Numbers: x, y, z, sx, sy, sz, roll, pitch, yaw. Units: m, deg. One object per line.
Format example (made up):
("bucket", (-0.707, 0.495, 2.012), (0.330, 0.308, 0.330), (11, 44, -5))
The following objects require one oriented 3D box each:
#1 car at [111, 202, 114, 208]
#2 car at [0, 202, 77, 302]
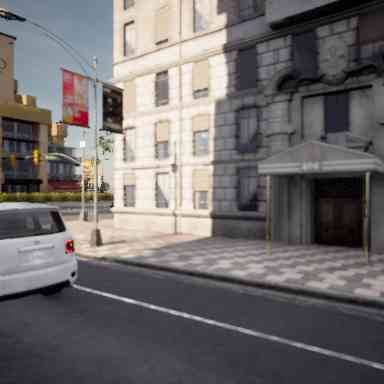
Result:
("car", (-7.546, 1.569, 40.629), (1.882, 1.535, 5.008), (0, 0, 35))
("car", (-4.917, 1.246, 7.437), (5.566, 2.045, 2.150), (0, 0, 36))
